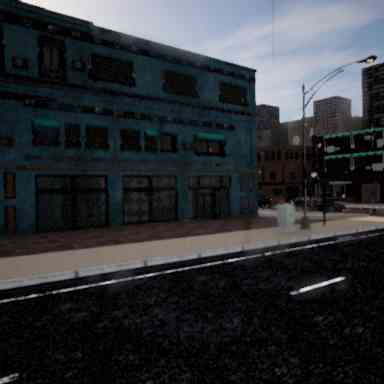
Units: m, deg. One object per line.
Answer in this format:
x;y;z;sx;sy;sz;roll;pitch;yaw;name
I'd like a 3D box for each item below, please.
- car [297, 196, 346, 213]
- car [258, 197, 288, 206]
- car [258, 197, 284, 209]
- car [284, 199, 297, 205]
13.321;1.411;33.774;1.947;1.339;4.313;-2;1;-36;car
12.119;1.388;50.006;1.802;1.307;4.206;-2;1;-36;car
9.237;1.382;44.115;1.882;1.535;5.008;-2;0;-36;car
15.350;1.294;45.511;2.008;1.369;4.403;-2;1;-36;car
